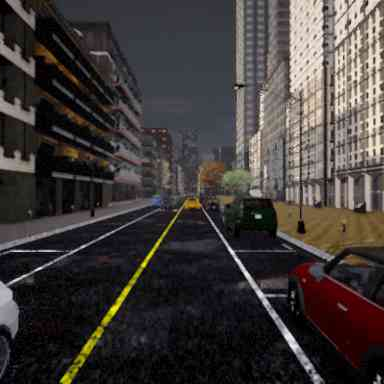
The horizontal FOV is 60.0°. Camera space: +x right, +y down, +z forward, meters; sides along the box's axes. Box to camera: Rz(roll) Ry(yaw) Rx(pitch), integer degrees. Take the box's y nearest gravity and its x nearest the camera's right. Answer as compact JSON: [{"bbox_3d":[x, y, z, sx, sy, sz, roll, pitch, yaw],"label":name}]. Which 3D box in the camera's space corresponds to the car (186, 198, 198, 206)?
[{"bbox_3d":[0.040,1.704,56.285,1.895,1.301,4.718,0,0,0],"label":"car"}]

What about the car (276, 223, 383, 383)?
[{"bbox_3d":[2.696,1.445,4.510,1.967,1.590,4.097,0,0,0],"label":"car"}]

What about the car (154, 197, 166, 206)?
[{"bbox_3d":[-5.673,1.636,59.571,1.752,1.417,4.829,0,0,0],"label":"car"}]

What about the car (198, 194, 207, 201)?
[{"bbox_3d":[2.715,1.506,87.354,2.192,1.841,5.009,0,0,0],"label":"car"}]

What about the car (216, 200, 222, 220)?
[{"bbox_3d":[3.152,1.543,25.248,1.837,1.490,4.892,0,0,0],"label":"car"}]

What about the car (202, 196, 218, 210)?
[{"bbox_3d":[2.704,1.624,43.170,2.008,1.369,4.403,0,0,0],"label":"car"}]

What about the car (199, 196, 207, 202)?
[{"bbox_3d":[2.713,1.740,81.830,1.947,1.339,4.313,0,0,0],"label":"car"}]

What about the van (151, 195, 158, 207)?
[{"bbox_3d":[-5.674,1.439,54.218,1.690,1.788,3.998,0,0,0],"label":"van"}]

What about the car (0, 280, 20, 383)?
[{"bbox_3d":[-3.100,1.529,2.473,1.812,1.442,4.674,0,0,0],"label":"car"}]

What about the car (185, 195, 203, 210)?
[{"bbox_3d":[0.082,1.552,43.662,1.882,1.535,5.008,0,-1,1],"label":"car"}]

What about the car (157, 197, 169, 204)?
[{"bbox_3d":[-5.672,1.692,65.264,1.947,1.339,4.313,0,0,0],"label":"car"}]

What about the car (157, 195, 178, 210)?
[{"bbox_3d":[-3.073,1.429,44.970,2.097,1.767,4.553,0,0,0],"label":"car"}]

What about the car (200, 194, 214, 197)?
[{"bbox_3d":[2.706,1.400,48.694,2.192,1.841,5.009,0,0,0],"label":"car"}]

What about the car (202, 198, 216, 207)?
[{"bbox_3d":[2.707,1.664,54.215,1.947,1.339,4.313,0,0,0],"label":"car"}]

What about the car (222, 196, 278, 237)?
[{"bbox_3d":[3.112,1.254,18.278,2.150,2.045,5.566,0,0,0],"label":"car"}]
